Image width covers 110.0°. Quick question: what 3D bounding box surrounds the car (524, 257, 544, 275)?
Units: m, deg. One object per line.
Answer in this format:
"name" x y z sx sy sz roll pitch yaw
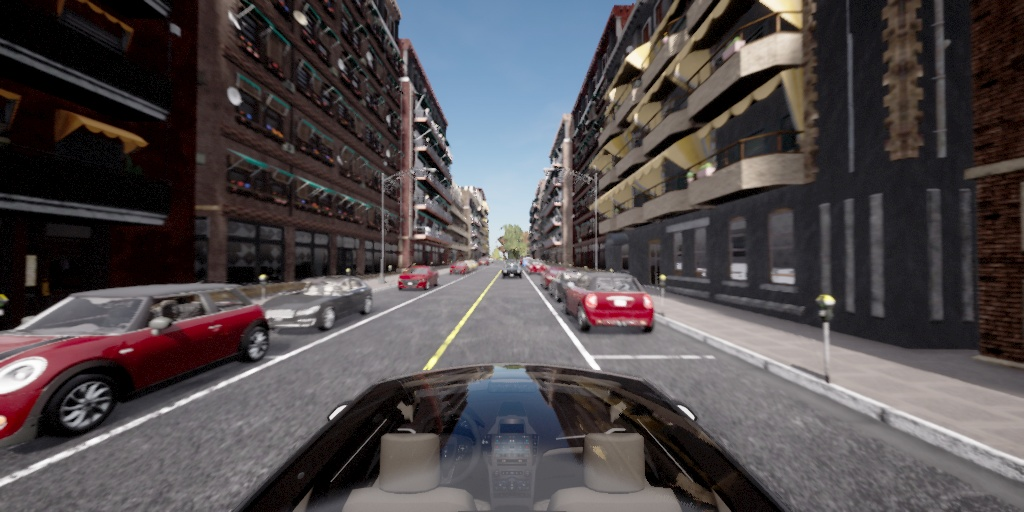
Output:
"car" 2.688 1.206 39.192 1.967 1.591 4.097 0 0 0

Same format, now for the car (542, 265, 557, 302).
"car" 2.690 1.306 16.544 2.007 1.370 4.403 0 0 0

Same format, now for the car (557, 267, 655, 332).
"car" 2.690 1.193 10.883 1.967 1.591 4.097 0 0 0

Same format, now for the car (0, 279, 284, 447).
"car" -5.690 1.191 5.262 1.967 1.591 4.097 0 0 0

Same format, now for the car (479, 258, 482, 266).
"car" -5.694 1.297 50.384 1.751 1.417 4.829 0 0 0

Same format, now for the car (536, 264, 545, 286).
"car" 2.689 1.340 22.206 1.802 1.307 4.207 0 0 0

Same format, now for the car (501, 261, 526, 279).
"car" 0.000 1.364 33.031 1.895 1.301 4.718 0 0 0

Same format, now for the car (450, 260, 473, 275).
"car" -5.693 1.311 39.232 1.888 1.381 4.507 0 0 0

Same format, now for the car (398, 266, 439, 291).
"car" -5.692 1.303 22.247 1.888 1.381 4.507 0 0 0

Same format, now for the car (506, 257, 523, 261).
"car" 0.019 1.120 45.167 2.097 1.767 4.553 0 0 0

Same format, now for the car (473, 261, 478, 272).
"car" -5.694 1.294 44.723 1.751 1.417 4.829 0 0 0

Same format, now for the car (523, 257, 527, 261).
"car" 2.687 1.208 44.853 1.967 1.591 4.097 0 0 0

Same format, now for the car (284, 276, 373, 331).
"car" -5.691 1.304 10.923 2.007 1.370 4.403 0 0 0
